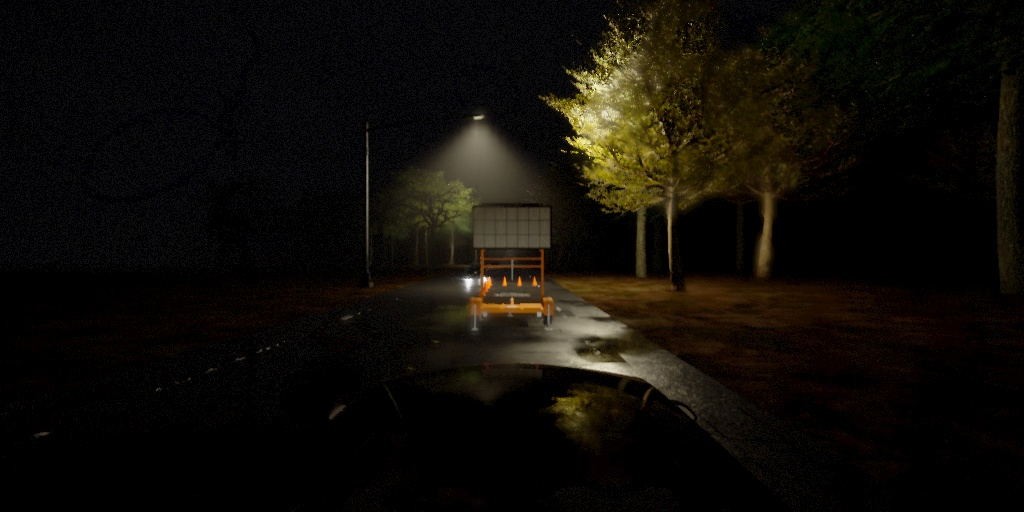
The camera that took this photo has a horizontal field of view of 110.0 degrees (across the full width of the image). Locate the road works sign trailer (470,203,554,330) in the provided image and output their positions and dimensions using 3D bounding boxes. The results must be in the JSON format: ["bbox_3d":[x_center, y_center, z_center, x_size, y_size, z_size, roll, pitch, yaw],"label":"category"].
[{"bbox_3d":[0.009,0.201,11.001,2.380,3.560,2.880,0,0,0],"label":"road works sign trailer"}]

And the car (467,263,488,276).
[{"bbox_3d":[-3.595,1.340,37.433,1.895,1.301,4.718,0,0,0],"label":"car"}]
